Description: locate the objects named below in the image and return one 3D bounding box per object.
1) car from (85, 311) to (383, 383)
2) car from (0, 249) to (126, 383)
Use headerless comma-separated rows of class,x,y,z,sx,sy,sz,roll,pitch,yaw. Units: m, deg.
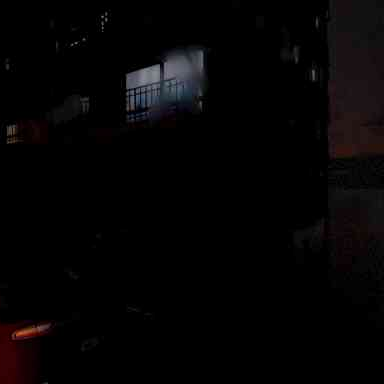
car,1.642,1.566,1.706,4.313,1.339,1.947,0,0,35
car,-2.951,1.545,4.973,4.507,1.381,1.887,0,0,35
